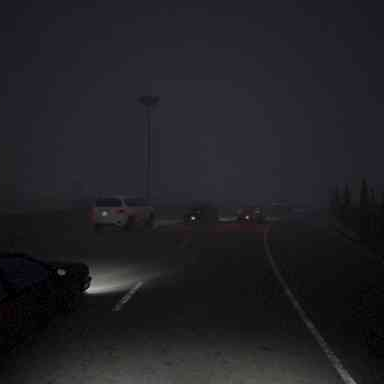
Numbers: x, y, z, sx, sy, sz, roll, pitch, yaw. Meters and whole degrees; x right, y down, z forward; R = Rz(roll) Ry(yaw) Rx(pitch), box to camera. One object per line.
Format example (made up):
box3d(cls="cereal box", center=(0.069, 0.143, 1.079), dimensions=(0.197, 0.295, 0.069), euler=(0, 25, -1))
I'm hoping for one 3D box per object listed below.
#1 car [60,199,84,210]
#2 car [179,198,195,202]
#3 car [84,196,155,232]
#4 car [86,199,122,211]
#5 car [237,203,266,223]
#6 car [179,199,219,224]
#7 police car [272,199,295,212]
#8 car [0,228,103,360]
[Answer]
box3d(cls="car", center=(-9.340, 1.405, 28.625), dimensions=(2.097, 1.767, 4.553), euler=(0, 0, 19))
box3d(cls="car", center=(-0.449, 1.711, 56.843), dimensions=(1.882, 1.535, 5.008), euler=(0, -1, 27))
box3d(cls="car", center=(-4.136, 1.255, 20.802), dimensions=(2.150, 2.045, 5.566), euler=(0, 0, 14))
box3d(cls="car", center=(-11.265, 1.630, 43.061), dimensions=(1.837, 1.490, 4.892), euler=(0, -1, 24))
box3d(cls="car", center=(4.686, 1.597, 26.014), dimensions=(1.812, 1.442, 4.674), euler=(0, 0, 18))
box3d(cls="car", center=(0.799, 1.566, 25.345), dimensions=(1.837, 1.490, 4.892), euler=(0, 0, 17))
box3d(cls="police car", center=(11.432, 1.667, 41.339), dimensions=(2.038, 1.542, 4.974), euler=(0, 0, 27))
box3d(cls="car", center=(-3.171, 1.542, 4.571), dimensions=(2.033, 1.411, 5.357), euler=(0, 0, 4))
